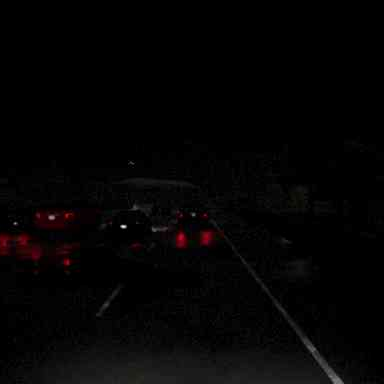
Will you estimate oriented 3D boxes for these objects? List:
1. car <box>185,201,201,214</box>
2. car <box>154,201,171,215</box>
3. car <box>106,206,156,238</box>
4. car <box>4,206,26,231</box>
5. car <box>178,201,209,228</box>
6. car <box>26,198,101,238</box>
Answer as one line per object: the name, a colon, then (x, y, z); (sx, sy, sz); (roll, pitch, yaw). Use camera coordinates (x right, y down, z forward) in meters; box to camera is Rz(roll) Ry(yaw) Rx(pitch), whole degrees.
car: (0.091, 1.883, 40.935); (1.837, 1.490, 4.892); (0, -1, 0)
car: (-3.405, 1.822, 37.972); (1.882, 1.535, 5.008); (0, -1, 0)
car: (-3.402, 1.716, 18.535); (1.994, 1.385, 4.181); (0, 0, 0)
car: (-10.403, 1.671, 22.050); (2.128, 1.511, 4.902); (0, 0, 0)
car: (0.098, 1.547, 23.892); (2.097, 1.767, 4.553); (0, 0, 0)
car: (-6.914, 1.377, 19.025); (2.150, 2.045, 5.566); (0, 0, 0)
